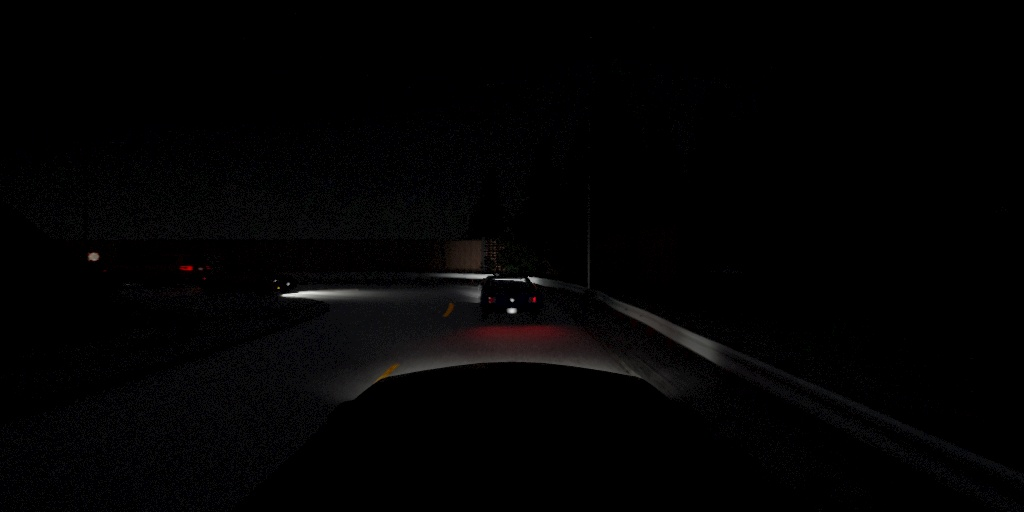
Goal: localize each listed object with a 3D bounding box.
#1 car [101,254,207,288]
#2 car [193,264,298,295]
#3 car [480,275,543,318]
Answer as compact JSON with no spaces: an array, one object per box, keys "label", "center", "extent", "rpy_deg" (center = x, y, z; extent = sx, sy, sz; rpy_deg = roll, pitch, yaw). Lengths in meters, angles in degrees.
[{"label":"car","center":[-22.575,0.903,22.883],"extent":[5.566,2.045,2.150],"rpy_deg":[0,0,-1]},{"label":"car","center":[-13.537,1.260,18.639],"extent":[4.181,1.385,1.994],"rpy_deg":[0,0,3]},{"label":"car","center":[-0.198,1.316,12.768],"extent":[1.895,1.301,4.718],"rpy_deg":[0,0,-5]}]
